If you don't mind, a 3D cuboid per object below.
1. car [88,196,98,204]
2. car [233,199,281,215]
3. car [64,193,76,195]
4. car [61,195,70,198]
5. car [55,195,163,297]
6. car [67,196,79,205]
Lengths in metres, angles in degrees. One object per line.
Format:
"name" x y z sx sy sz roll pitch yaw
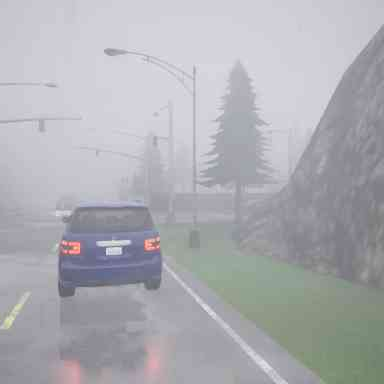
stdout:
"car" -19.240 1.526 64.582 1.812 1.442 4.674 0 0 -17
"car" 6.511 1.505 33.284 4.892 1.490 1.837 0 0 -18
"car" -19.292 1.222 52.417 2.150 2.045 5.566 0 0 -17
"car" -16.394 1.492 42.874 2.128 1.511 4.902 0 0 -17
"car" -2.248 1.221 8.924 2.150 2.045 5.566 0 0 -16
"car" -22.183 1.564 62.101 1.994 1.385 4.181 0 0 -17
